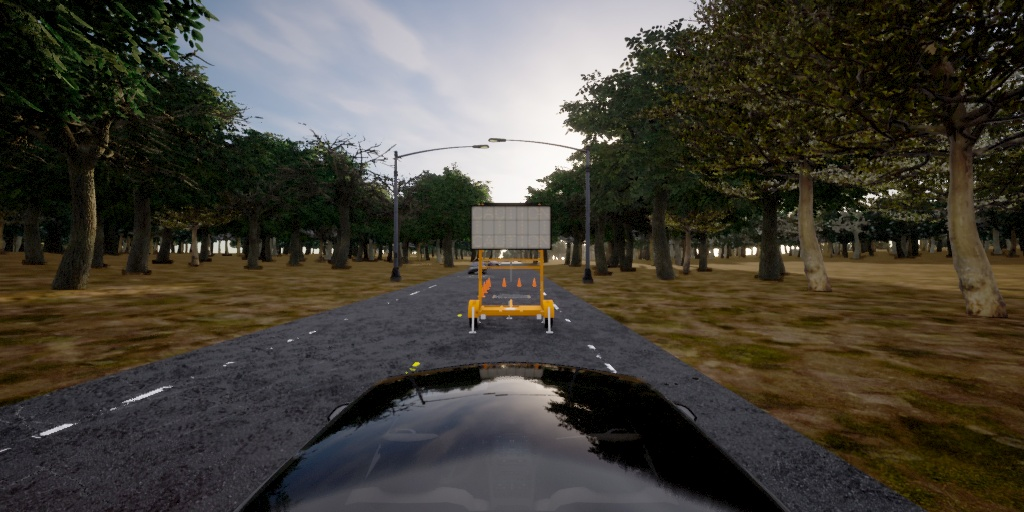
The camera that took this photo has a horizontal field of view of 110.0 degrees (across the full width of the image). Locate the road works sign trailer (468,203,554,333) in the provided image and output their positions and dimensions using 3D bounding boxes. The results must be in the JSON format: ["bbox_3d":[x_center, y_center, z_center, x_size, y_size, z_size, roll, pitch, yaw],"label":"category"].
[{"bbox_3d":[-0.027,0.223,10.723,2.380,3.560,2.880,0,0,0],"label":"road works sign trailer"}]

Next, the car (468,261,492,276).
[{"bbox_3d":[-3.649,1.347,38.942,2.033,1.411,5.357,0,0,0],"label":"car"}]
